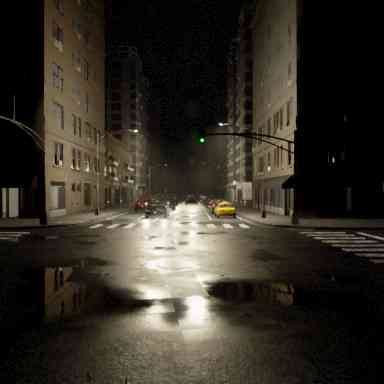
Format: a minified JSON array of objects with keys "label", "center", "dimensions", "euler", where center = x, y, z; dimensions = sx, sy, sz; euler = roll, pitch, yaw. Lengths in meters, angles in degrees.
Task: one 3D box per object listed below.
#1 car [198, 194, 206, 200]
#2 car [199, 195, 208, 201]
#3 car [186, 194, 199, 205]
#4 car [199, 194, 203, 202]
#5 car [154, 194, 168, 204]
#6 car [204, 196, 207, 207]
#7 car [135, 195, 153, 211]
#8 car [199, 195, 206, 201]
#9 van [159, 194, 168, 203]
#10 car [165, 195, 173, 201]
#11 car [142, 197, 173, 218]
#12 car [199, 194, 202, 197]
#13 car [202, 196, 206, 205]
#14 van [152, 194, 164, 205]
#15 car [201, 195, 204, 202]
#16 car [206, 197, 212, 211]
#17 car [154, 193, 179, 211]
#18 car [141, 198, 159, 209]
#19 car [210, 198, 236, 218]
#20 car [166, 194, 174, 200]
[{"label":"car","center":[2.589,1.369,90.278],"dimensions":[1.967,1.590,4.097],"euler":[0,0,0]},{"label":"car","center":[2.646,1.495,79.227],"dimensions":[2.008,1.369,4.403],"euler":[0,0,0]},{"label":"car","center":[-0.107,1.496,59.013],"dimensions":[1.812,1.442,4.674],"euler":[0,0,0]},{"label":"car","center":[2.760,1.523,57.124],"dimensions":[2.008,1.369,4.403],"euler":[0,0,0]},{"label":"car","center":[-5.794,1.281,62.606],"dimensions":[2.192,1.841,5.009],"euler":[0,0,0]},{"label":"car","center":[2.845,1.537,40.546],"dimensions":[2.008,1.369,4.403],"euler":[0,0,0]},{"label":"car","center":[-5.681,1.301,40.503],"dimensions":[2.192,1.841,5.009],"euler":[0,0,0]},{"label":"car","center":[2.618,1.519,84.753],"dimensions":[1.802,1.307,4.206],"euler":[0,0,0]},{"label":"van","center":[-5.820,1.301,68.131],"dimensions":[1.690,1.788,3.998],"euler":[0,0,0]},{"label":"car","center":[-5.907,1.463,84.539],"dimensions":[1.752,1.417,4.829],"euler":[0,0,0]},{"label":"car","center":[-3.046,1.497,29.890],"dimensions":[1.837,1.490,4.892],"euler":[0,0,0]},{"label":"car","center":[2.732,1.548,62.650],"dimensions":[1.802,1.307,4.206],"euler":[0,0,0]},{"label":"car","center":[2.817,1.548,46.072],"dimensions":[1.947,1.339,4.313],"euler":[0,0,0]},{"label":"van","center":[-5.766,1.313,57.080],"dimensions":[1.690,1.788,3.998],"euler":[0,0,0]},{"label":"car","center":[2.788,1.522,51.598],"dimensions":[1.887,1.381,4.507],"euler":[0,0,0]},{"label":"car","center":[2.873,1.429,35.020],"dimensions":[1.967,1.590,4.097],"euler":[0,0,0]},{"label":"car","center":[-3.095,1.208,40.523],"dimensions":[2.150,2.045,5.566],"euler":[0,0,0]},{"label":"car","center":[-5.709,1.533,46.029],"dimensions":[2.008,1.369,4.403],"euler":[0,0,0]},{"label":"car","center":[2.901,1.517,29.664],"dimensions":[1.752,1.417,4.829],"euler":[0,0,0]},{"label":"car","center":[-5.937,1.370,90.235],"dimensions":[1.967,1.590,4.097],"euler":[0,0,0]}]
